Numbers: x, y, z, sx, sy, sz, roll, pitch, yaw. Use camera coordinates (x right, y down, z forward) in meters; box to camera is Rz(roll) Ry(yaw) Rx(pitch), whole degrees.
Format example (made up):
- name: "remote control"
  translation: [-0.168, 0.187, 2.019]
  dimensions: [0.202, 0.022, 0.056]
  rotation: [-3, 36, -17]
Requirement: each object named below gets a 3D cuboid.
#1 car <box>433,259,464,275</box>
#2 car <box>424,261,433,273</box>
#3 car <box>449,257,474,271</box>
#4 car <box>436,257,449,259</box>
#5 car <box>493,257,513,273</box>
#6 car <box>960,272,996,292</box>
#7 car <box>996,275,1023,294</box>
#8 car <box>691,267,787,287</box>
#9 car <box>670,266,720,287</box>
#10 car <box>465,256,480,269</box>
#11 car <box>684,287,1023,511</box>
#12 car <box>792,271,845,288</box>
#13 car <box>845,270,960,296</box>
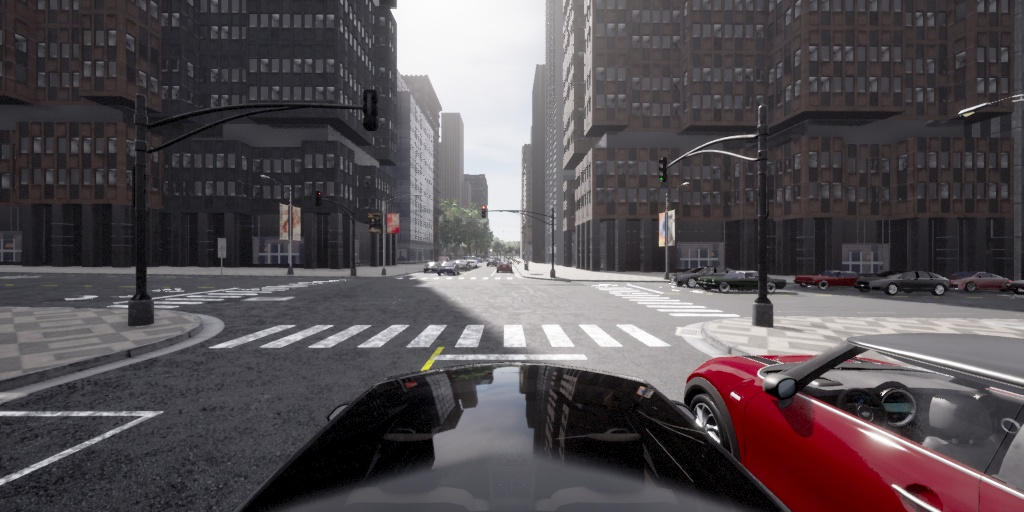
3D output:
- name: "car"
  translation: [-6.686, 1.292, 38.321]
  dimensions: [2.033, 1.411, 5.357]
  rotation: [0, 0, -1]
- name: "car"
  translation: [-9.431, 1.321, 43.412]
  dimensions: [1.948, 1.339, 4.313]
  rotation: [0, 0, -1]
- name: "car"
  translation: [-6.834, 1.258, 48.587]
  dimensions: [2.128, 1.511, 4.902]
  rotation: [0, 0, -1]
- name: "car"
  translation: [-9.506, 1.082, 48.838]
  dimensions: [2.192, 1.841, 5.009]
  rotation: [0, 0, -1]
- name: "car"
  translation: [-0.907, 1.195, 43.526]
  dimensions: [1.967, 1.591, 4.097]
  rotation: [0, 0, -1]
- name: "car"
  translation: [33.038, 1.813, 25.824]
  dimensions: [4.181, 1.385, 1.994]
  rotation: [1, 0, -1]
- name: "car"
  translation: [34.740, 1.825, 22.599]
  dimensions: [5.357, 1.411, 2.033]
  rotation: [1, 0, -1]
- name: "car"
  translation: [14.159, 1.579, 22.340]
  dimensions: [4.718, 1.301, 1.895]
  rotation: [1, 0, -3]
- name: "car"
  translation: [13.853, 1.475, 25.586]
  dimensions: [4.892, 1.490, 1.837]
  rotation: [1, 0, -1]
- name: "car"
  translation: [-6.965, 1.012, 59.219]
  dimensions: [2.150, 2.045, 5.566]
  rotation: [0, 0, 0]
- name: "car"
  translation: [2.761, 1.190, 2.160]
  dimensions: [1.967, 1.591, 4.097]
  rotation: [0, 0, 0]
- name: "car"
  translation: [23.072, 1.704, 25.690]
  dimensions: [4.718, 1.301, 1.895]
  rotation: [1, 0, -1]
- name: "car"
  translation: [24.359, 1.631, 22.472]
  dimensions: [4.892, 1.490, 1.837]
  rotation: [1, 0, -1]
